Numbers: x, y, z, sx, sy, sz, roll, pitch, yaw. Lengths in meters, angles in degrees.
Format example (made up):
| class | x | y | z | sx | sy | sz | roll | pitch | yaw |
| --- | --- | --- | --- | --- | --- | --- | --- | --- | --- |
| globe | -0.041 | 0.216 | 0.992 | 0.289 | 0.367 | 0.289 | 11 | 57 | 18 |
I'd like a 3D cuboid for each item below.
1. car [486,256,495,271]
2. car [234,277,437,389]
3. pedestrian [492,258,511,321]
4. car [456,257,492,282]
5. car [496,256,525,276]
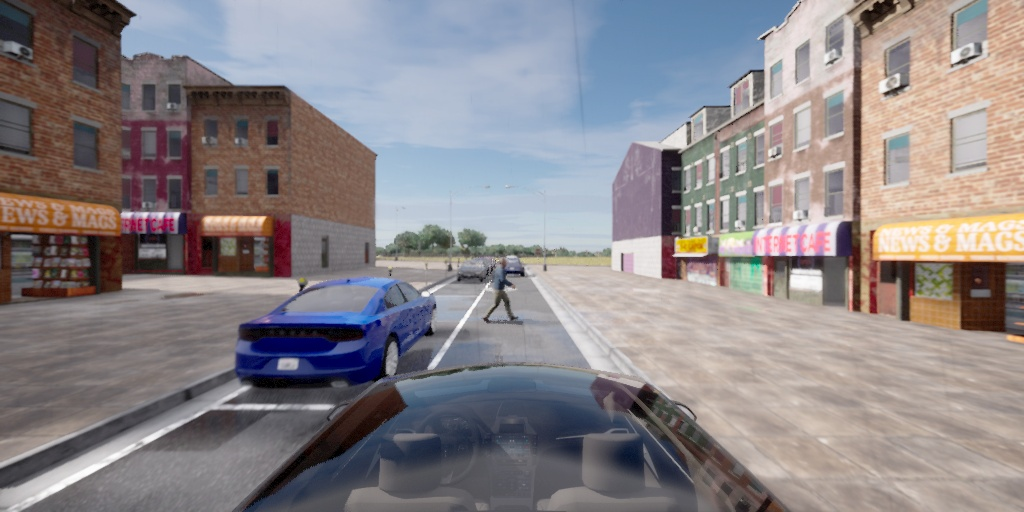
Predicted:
| class | x | y | z | sx | sy | sz | roll | pitch | yaw |
| --- | --- | --- | --- | --- | --- | --- | --- | --- | --- |
| car | -2.671 | 0.875 | 29.783 | 1.948 | 1.339 | 4.313 | 0 | 0 | 0 |
| car | -2.756 | 1.136 | 6.884 | 1.882 | 1.535 | 5.008 | 0 | 1 | 0 |
| pedestrian | -0.292 | 0.900 | 9.898 | 0.375 | 1.860 | 0.375 | -1 | 0 | 0 |
| car | -2.665 | 0.937 | 24.243 | 2.007 | 1.370 | 4.403 | 0 | 0 | 0 |
| car | 0.024 | 0.882 | 29.110 | 1.994 | 1.385 | 4.181 | 0 | 1 | 0 |
